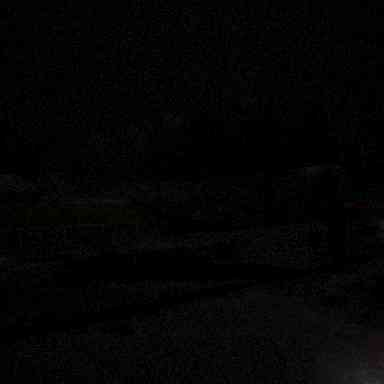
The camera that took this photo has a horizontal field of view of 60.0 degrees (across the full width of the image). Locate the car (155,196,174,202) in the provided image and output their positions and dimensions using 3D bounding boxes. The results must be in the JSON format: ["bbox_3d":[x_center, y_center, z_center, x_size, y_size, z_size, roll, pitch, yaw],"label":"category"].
[{"bbox_3d":[-5.184,1.542,61.506,1.837,1.490,4.892,0,0,-35],"label":"car"}]

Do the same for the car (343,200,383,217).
[{"bbox_3d":[16.450,1.478,30.359,1.882,1.535,5.008,0,0,-35],"label":"car"}]

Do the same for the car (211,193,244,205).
[{"bbox_3d":[4.969,1.221,46.804,2.150,2.045,5.566,0,0,-35],"label":"car"}]
